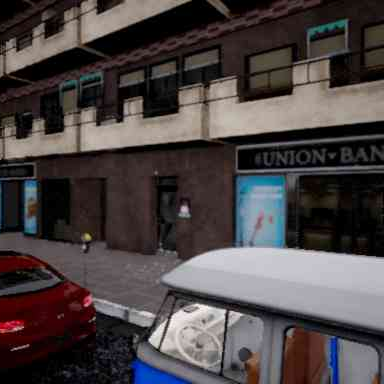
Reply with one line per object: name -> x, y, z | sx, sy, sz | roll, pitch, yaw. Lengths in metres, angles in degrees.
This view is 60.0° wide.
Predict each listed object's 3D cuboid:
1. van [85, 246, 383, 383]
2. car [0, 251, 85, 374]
van -> 1.390, 1.342, 1.873 | 3.998, 1.788, 1.690 | 0, 0, 35
car -> -3.237, 1.600, 5.173 | 4.206, 1.307, 1.802 | 0, 0, 35
